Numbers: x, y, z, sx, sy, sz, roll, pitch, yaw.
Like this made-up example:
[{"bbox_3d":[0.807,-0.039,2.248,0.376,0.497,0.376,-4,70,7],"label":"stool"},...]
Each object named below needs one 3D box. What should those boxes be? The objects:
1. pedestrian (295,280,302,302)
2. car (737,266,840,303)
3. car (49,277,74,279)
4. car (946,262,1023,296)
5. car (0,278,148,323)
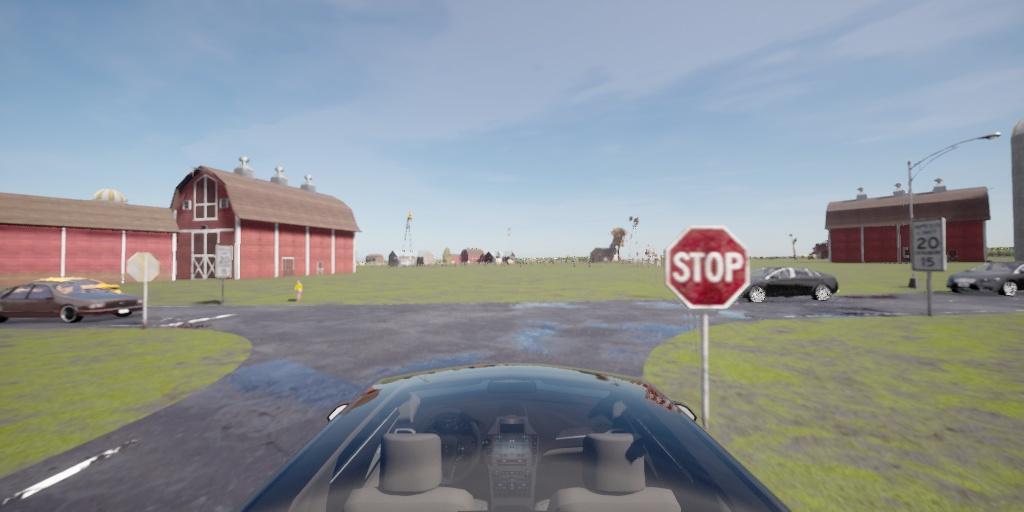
[{"bbox_3d":[-11.229,1.835,18.904,0.500,1.100,0.500,0,0,4],"label":"pedestrian"},{"bbox_3d":[11.607,1.216,15.868,4.902,1.511,2.128,-1,-1,-3],"label":"car"},{"bbox_3d":[-21.354,1.767,16.851,5.008,1.535,1.882,-1,-1,6],"label":"car"},{"bbox_3d":[23.208,1.029,16.800,4.902,1.511,2.128,-1,-1,-7],"label":"car"},{"bbox_3d":[-16.955,1.689,13.460,5.357,1.411,2.033,-1,-1,5],"label":"car"}]
